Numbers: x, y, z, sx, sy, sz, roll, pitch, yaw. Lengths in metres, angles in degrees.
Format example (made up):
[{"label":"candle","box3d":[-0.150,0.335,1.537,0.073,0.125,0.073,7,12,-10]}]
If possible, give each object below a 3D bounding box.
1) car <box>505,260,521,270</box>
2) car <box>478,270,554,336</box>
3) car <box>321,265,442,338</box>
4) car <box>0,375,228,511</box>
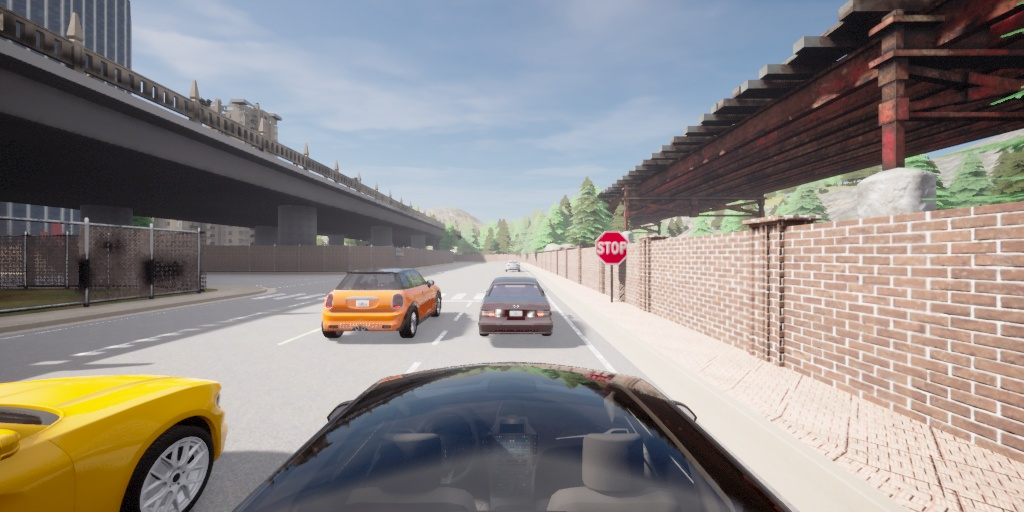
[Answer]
[{"label":"car","box3d":[0.106,1.275,46.209,1.812,1.442,4.674,0,0,-1]},{"label":"car","box3d":[0.087,1.297,10.326,2.033,1.411,5.357,0,0,0]},{"label":"car","box3d":[-3.414,1.102,10.306,2.097,1.767,4.553,0,0,0]},{"label":"car","box3d":[-3.397,1.228,1.049,1.882,1.535,5.008,0,0,0]}]
